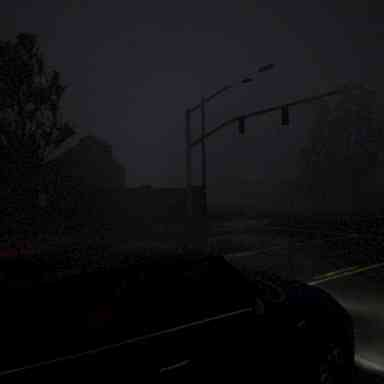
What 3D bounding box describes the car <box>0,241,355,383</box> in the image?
[{"bbox_3d":[-0.256,1.335,3.564,4.553,1.767,2.097,-1,0,-35],"label":"car"}]
